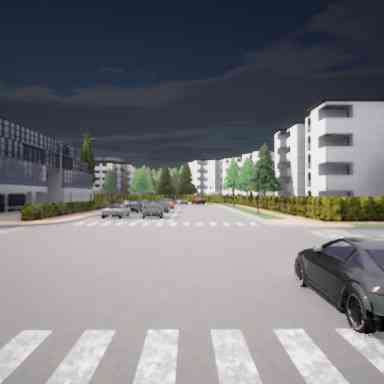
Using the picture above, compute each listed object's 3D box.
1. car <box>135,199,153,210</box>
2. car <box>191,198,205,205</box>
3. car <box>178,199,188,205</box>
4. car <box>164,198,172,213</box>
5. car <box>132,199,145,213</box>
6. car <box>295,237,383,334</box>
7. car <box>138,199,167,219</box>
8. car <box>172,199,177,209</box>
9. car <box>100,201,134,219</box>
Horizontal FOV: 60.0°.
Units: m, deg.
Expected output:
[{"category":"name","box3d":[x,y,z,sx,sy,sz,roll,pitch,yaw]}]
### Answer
[{"category":"car","box3d":[-7.399,1.899,51.852,2.128,1.511,4.902,0,0,0]},{"category":"car","box3d":[1.300,2.051,72.843,1.882,1.535,5.008,0,0,-17]},{"category":"car","box3d":[-2.354,2.168,72.901,1.895,1.301,4.718,0,0,-17]},{"category":"car","box3d":[-3.814,1.830,41.376,1.837,1.490,4.892,0,0,0]},{"category":"car","box3d":[-7.318,1.875,41.615,2.033,1.411,5.357,0,0,0]},{"category":"car","box3d":[3.600,1.618,6.843,1.994,1.385,4.181,0,0,0]},{"category":"car","box3d":[-3.694,1.757,31.972,1.837,1.490,4.892,0,0,-2]},{"category":"car","box3d":[-3.873,1.756,51.367,2.097,1.767,4.553,0,0,0]},{"category":"car","box3d":[-7.279,1.853,31.964,1.895,1.301,4.718,0,0,1]}]
